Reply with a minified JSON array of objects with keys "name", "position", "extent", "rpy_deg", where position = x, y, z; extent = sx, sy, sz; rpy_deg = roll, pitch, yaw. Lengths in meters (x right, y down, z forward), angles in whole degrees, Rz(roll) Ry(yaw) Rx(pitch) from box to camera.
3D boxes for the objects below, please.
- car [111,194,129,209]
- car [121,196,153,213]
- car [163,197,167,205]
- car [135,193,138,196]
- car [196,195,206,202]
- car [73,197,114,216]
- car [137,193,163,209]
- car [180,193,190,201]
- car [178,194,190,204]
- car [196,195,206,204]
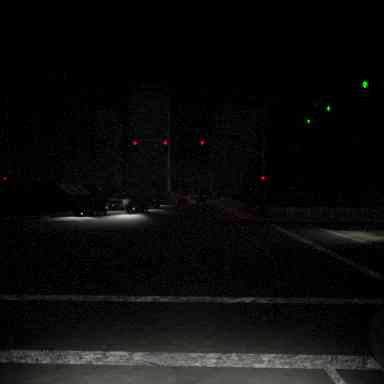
[{"name":"car","position":[-9.409,1.221,42.737],"extent":[2.150,2.045,5.566],"rpy_deg":[0,0,2]},{"name":"car","position":[-6.046,1.491,37.249],"extent":[2.128,1.511,4.902],"rpy_deg":[0,0,1]},{"name":"car","position":[-5.492,1.547,58.555],"extent":[2.033,1.411,5.357],"rpy_deg":[0,0,2]},{"name":"car","position":[-9.013,1.222,58.219],"extent":[2.150,2.045,5.566],"rpy_deg":[0,0,1]},{"name":"car","position":[1.995,1.352,74.586],"extent":[2.128,1.511,4.902],"rpy_deg":[0,0,1]},{"name":"car","position":[-9.734,1.547,32.554],"extent":[2.033,1.411,5.357],"rpy_deg":[0,0,4]},{"name":"car","position":[-5.803,1.221,46.820],"extent":[2.150,2.045,5.566],"rpy_deg":[0,0,1]},{"name":"car","position":[-1.505,1.182,74.644],"extent":[2.097,1.767,4.553],"rpy_deg":[0,0,1]},{"name":"car","position":[-1.720,1.564,66.084],"extent":[1.994,1.385,4.181],"rpy_deg":[0,0,1]},{"name":"car","position":[1.763,1.505,65.370],"extent":[1.837,1.490,4.892],"rpy_deg":[0,0,1]}]
